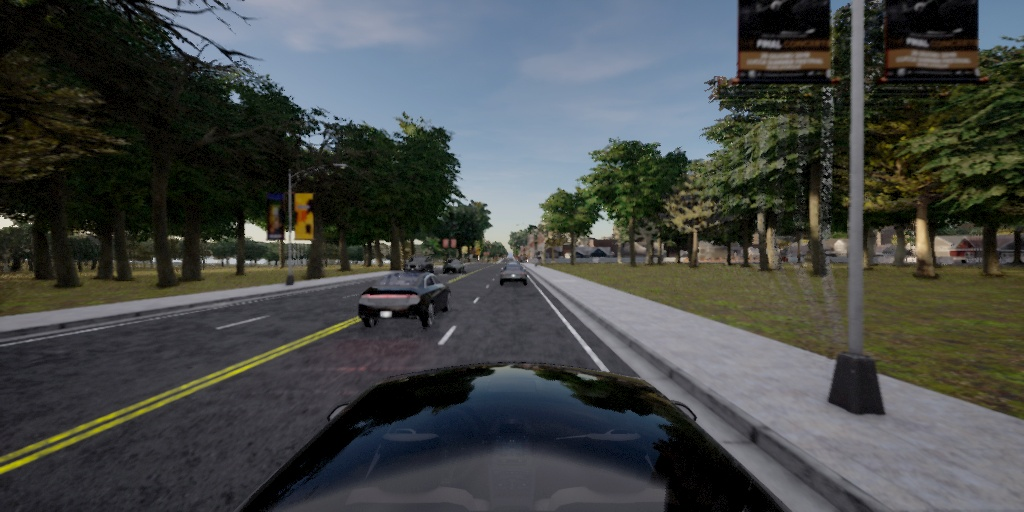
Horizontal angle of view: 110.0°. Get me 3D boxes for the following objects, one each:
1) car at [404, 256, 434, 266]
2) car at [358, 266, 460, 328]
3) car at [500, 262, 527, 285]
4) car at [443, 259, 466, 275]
[{"bbox_3d":[-9.839,1.018,38.245,2.150,2.045,5.566,0,0,0],"label":"car"},{"bbox_3d":[-3.149,1.245,11.387,2.128,1.511,4.902,0,0,0],"label":"car"},{"bbox_3d":[0.102,1.340,26.778,1.994,1.385,4.181,0,0,0],"label":"car"},{"bbox_3d":[-6.583,1.155,40.825,2.097,1.767,4.553,0,0,0],"label":"car"}]
